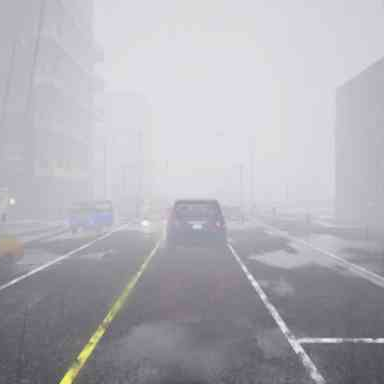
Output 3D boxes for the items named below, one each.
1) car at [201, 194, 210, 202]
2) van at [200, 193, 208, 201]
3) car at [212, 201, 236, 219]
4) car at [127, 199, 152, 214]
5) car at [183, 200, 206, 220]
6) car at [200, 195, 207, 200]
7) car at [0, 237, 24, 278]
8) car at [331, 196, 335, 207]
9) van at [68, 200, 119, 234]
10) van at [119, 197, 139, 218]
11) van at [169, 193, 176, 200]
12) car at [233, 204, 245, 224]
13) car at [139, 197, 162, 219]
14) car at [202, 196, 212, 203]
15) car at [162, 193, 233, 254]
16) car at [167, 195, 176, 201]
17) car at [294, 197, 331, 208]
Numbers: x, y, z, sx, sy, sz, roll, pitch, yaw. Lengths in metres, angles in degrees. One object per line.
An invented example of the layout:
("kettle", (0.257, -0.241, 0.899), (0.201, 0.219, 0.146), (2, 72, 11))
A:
("car", (2.994, 1.366, 73.739), (1.967, 1.590, 4.097), (-1, 0, 0))
("van", (3.046, 1.245, 85.031), (1.690, 1.788, 3.998), (-1, 0, 0))
("car", (2.820, 1.565, 30.030), (1.802, 1.307, 4.206), (-1, 0, 0))
("car", (-5.535, 1.529, 35.614), (2.008, 1.369, 4.403), (-1, 0, 0))
("car", (0.217, 1.487, 29.291), (1.837, 1.490, 4.892), (0, 0, 1))
("car", (3.076, 1.437, 90.677), (1.887, 1.381, 4.507), (-1, 0, 0))
("car", (-5.669, 1.523, 7.542), (1.752, 1.417, 4.829), (-1, 0, 0))
("car", (22.423, 1.707, 47.612), (4.313, 1.339, 1.947), (0, 1, 1))
("van", (-5.618, 1.333, 18.872), (1.690, 1.788, 3.998), (-1, 0, 0))
("van", (-5.564, 1.324, 30.035), (1.690, 1.788, 3.998), (-1, 0, 0))
("van", (-5.275, 1.233, 90.683), (1.690, 1.788, 3.998), (-1, 0, 0))
("car", (2.792, 1.532, 24.449), (1.887, 1.381, 4.507), (-1, 0, 0))
("car", (-2.950, 1.336, 28.657), (2.097, 1.767, 4.553), (0, 0, 0))
("car", (2.968, 1.481, 68.094), (1.887, 1.381, 4.507), (-1, 0, 0))
("car", (0.140, 1.218, 13.617), (2.150, 2.045, 5.566), (0, 0, -1))
("car", (-5.298, 1.470, 85.038), (1.947, 1.339, 4.313), (-1, 0, 0))
("car", (16.942, 1.666, 47.713), (4.403, 1.369, 2.008), (0, 1, 1))
